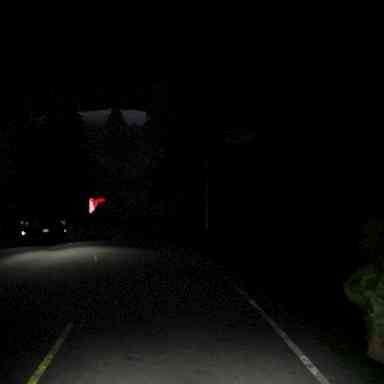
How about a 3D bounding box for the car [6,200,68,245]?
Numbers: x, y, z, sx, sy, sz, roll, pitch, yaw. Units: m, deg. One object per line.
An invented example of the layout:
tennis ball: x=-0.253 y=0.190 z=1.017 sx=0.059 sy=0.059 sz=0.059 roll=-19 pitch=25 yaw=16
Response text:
car: x=-8.292 y=1.445 z=17.489 sx=2.150 sy=2.045 sz=5.566 roll=1 pitch=-1 yaw=-36
